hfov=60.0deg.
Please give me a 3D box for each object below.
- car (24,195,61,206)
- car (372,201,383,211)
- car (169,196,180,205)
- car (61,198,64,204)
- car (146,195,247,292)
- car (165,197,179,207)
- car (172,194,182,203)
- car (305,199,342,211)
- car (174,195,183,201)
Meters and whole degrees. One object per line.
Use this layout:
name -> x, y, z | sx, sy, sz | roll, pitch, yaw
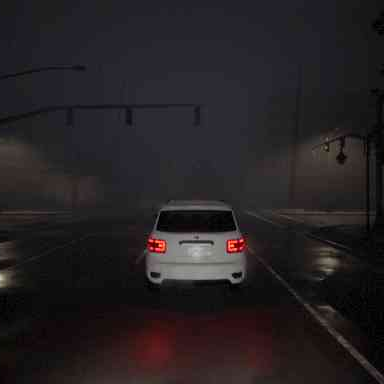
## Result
car -> -23.303, 1.295, 51.024 | 4.611, 1.667, 2.242 | 0, 0, 1
car -> 24.726, 1.524, 41.021 | 4.674, 1.442, 1.812 | 0, 0, 1
car -> -3.183, 1.478, 62.161 | 1.882, 1.535, 5.008 | 0, 0, 0
car -> -24.018, 1.456, 56.775 | 3.806, 1.475, 1.970 | 0, 0, 1
car -> 0.089, 1.221, 9.091 | 2.150, 2.045, 5.566 | 0, 0, 0
car -> -3.120, 1.547, 52.584 | 2.033, 1.411, 5.357 | 0, 0, 0
car -> -3.202, 1.355, 72.164 | 2.097, 1.767, 4.553 | 0, 0, 0
car -> 16.225, 1.564, 41.091 | 4.181, 1.385, 1.994 | 0, 0, 0
car -> -3.287, 1.539, 82.512 | 2.033, 1.411, 5.357 | 0, 0, 0
